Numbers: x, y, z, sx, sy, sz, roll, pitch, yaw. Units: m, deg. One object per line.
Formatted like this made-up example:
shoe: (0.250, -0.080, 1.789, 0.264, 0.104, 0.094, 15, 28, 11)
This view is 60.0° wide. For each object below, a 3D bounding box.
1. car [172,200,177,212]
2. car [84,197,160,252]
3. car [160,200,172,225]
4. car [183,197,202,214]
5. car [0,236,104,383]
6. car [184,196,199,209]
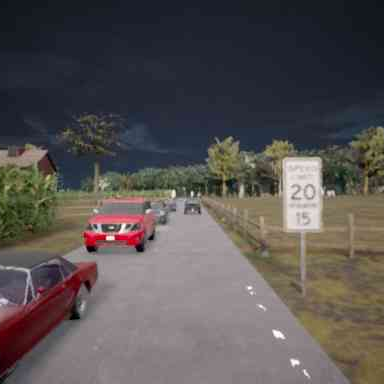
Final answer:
car: (-2.793, 1.734, 41.070, 2.033, 1.411, 5.357, 0, 0, 0)
car: (-2.864, 1.275, 14.461, 2.150, 2.045, 5.566, 0, 0, 0)
car: (-2.854, 1.444, 24.797, 2.097, 1.767, 4.553, 0, 0, 0)
car: (0.062, 1.643, 37.413, 1.837, 1.490, 4.892, 0, -1, 0)
car: (-2.884, 1.618, 4.633, 1.895, 1.301, 4.718, 0, 0, 1)
car: (-0.027, 1.533, 48.193, 2.097, 1.767, 4.553, 0, 0, 0)
